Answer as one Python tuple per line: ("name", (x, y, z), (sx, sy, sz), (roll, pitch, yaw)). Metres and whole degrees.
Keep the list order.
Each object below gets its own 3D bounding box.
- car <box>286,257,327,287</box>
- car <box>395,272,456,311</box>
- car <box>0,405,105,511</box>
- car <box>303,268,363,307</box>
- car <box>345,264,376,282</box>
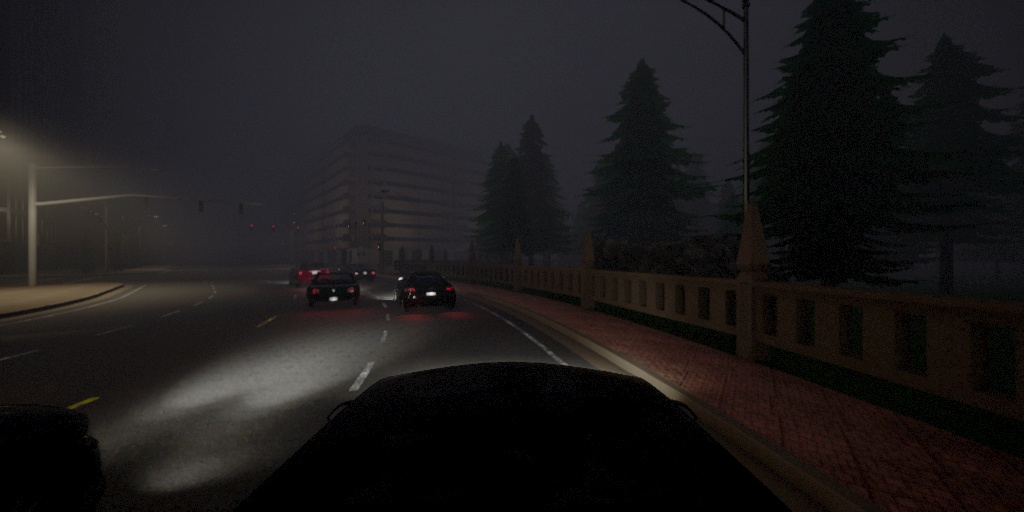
("car", (-14.109, 1.132, 24.962), (2.097, 1.767, 4.553), (0, 0, -38))
("car", (-3.643, 1.331, 14.750), (1.994, 1.385, 4.181), (0, 0, -21))
("car", (-3.678, 1.237, 0.435), (2.128, 1.511, 4.902), (0, 0, -3))
("car", (-7.840, 1.369, 15.854), (1.895, 1.301, 4.718), (0, 0, -25))
("car", (-12.565, 1.332, 28.711), (2.033, 1.411, 5.357), (0, 0, -39))
